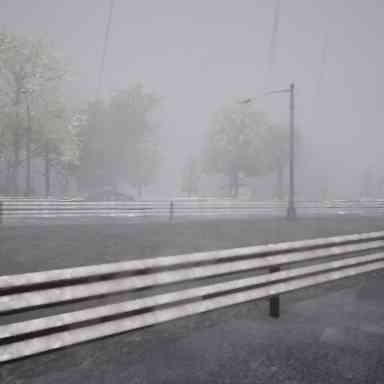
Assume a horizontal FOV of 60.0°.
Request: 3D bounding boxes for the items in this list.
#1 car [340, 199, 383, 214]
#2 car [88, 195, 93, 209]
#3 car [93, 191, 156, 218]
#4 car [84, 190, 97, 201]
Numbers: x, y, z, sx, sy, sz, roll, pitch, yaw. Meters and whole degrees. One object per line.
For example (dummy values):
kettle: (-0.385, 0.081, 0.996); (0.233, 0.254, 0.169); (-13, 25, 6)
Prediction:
car: (18.058, 1.475, 35.343); (4.902, 1.511, 2.128); (1, -1, -21)
car: (-6.465, 1.210, 29.573); (4.674, 1.442, 1.812); (1, 0, -23)
car: (-5.144, 1.029, 26.332); (4.553, 1.767, 2.097); (1, 0, -23)
car: (-7.800, 0.896, 32.807); (5.566, 2.045, 2.150); (1, -1, -22)
